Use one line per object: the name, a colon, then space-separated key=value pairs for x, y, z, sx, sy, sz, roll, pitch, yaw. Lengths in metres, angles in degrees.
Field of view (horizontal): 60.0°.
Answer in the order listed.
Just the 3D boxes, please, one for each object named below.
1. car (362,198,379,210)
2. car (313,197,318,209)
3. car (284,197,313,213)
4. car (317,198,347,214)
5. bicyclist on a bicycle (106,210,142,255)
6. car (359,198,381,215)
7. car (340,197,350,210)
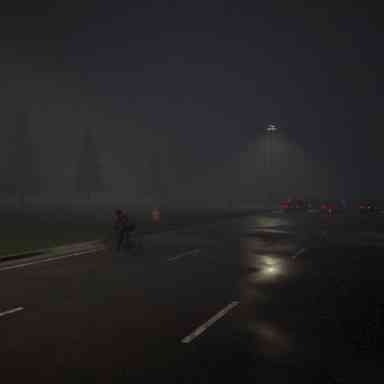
car: x=23.203 y=1.505 z=43.089 sx=1.837 sy=1.490 sz=4.892 roll=0 pitch=0 yaw=30
car: x=16.609 y=1.505 z=45.657 sx=1.837 sy=1.490 sz=4.892 roll=0 pitch=0 yaw=30
car: x=11.453 y=1.547 z=36.344 sx=2.033 sy=1.411 sz=5.357 roll=0 pitch=0 yaw=29
car: x=15.076 y=1.601 z=35.643 sx=1.895 sy=1.301 sz=4.718 roll=0 pitch=0 yaw=29
bicyclist on a bicycle: x=-2.486 y=1.455 z=11.962 sx=1.656 sy=1.620 sz=0.582 roll=-2 pitch=-1 yaw=29
car: x=18.146 y=1.547 z=33.962 sx=2.033 sy=1.411 sz=5.357 roll=0 pitch=0 yaw=30
car: x=19.898 y=1.478 z=44.357 sx=1.882 sy=1.535 sz=5.008 roll=0 pitch=0 yaw=30
